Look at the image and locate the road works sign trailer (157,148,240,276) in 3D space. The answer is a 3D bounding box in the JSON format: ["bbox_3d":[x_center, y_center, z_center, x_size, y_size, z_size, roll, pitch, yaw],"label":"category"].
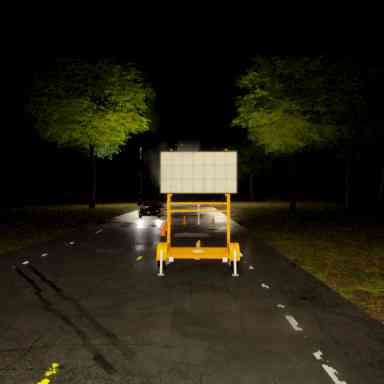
[{"bbox_3d":[0.206,0.459,10.326,2.380,3.560,2.880,0,0,2],"label":"road works sign trailer"}]

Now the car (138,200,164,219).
[{"bbox_3d":[-3.539,1.501,29.369,1.837,1.490,4.892,0,0,0],"label":"car"}]
